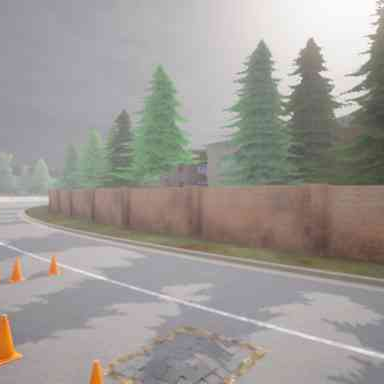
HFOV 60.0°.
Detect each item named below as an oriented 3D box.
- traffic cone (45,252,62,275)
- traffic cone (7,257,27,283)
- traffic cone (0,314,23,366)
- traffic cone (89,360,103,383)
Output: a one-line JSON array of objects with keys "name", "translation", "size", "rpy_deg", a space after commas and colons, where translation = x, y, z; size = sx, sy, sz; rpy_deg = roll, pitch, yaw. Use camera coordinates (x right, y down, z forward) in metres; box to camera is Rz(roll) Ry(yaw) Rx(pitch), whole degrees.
[{"name": "traffic cone", "translation": [-3.884, 1.983, 9.341], "size": [0.340, 0.580, 0.340], "rpy_deg": [0, 0, 38]}, {"name": "traffic cone", "translation": [-4.493, 1.976, 8.548], "size": [0.340, 0.580, 0.340], "rpy_deg": [0, 0, 38]}, {"name": "traffic cone", "translation": [-2.541, 1.967, 4.525], "size": [0.340, 0.580, 0.340], "rpy_deg": [0, 0, 38]}, {"name": "traffic cone", "translation": [-0.956, 1.969, 3.305], "size": [0.340, 0.580, 0.340], "rpy_deg": [0, 0, 38]}]
